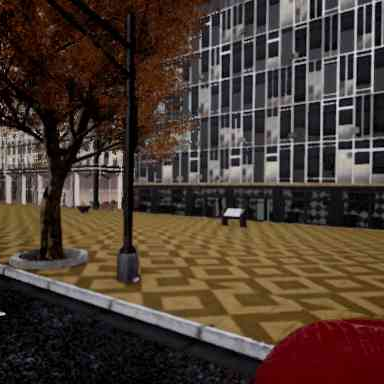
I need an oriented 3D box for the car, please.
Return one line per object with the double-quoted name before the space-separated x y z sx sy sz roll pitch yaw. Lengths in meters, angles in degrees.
"car" 2.534 1.341 1.070 5.009 1.841 2.192 1 1 35
